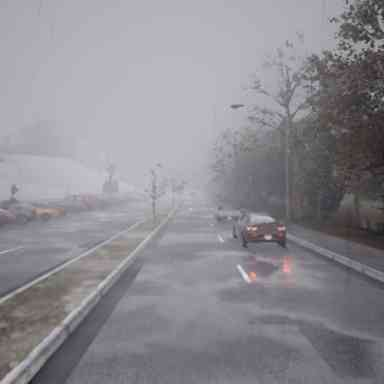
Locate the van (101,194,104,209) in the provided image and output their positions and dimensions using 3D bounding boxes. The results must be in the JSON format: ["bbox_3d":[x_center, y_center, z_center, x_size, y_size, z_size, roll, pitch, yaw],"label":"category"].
[{"bbox_3d":[-13.890,1.369,42.427,4.442,1.987,1.878,-1,0,-20],"label":"van"}]

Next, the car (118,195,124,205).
[{"bbox_3d":[-13.999,1.392,54.324,4.553,1.767,2.185,-1,1,-20],"label":"car"}]

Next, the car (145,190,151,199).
[{"bbox_3d":[-14.083,1.054,84.334,5.566,2.045,2.435,-1,0,-20],"label":"car"}]

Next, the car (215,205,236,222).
[{"bbox_3d":[2.973,1.756,28.331,1.895,1.301,4.718,0,0,0],"label":"car"}]

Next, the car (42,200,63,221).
[{"bbox_3d":[-13.784,1.645,27.530,5.366,1.575,1.946,-1,0,-20],"label":"car"}]

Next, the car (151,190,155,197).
[{"bbox_3d":[-14.158,0.935,93.314,5.566,2.045,2.435,-1,1,-20],"label":"car"}]

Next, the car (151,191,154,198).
[{"bbox_3d":[-13.950,1.224,90.391,5.366,1.575,1.946,-1,0,-20],"label":"car"}]

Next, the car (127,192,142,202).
[{"bbox_3d":[-14.049,1.429,72.321,4.792,1.488,2.163,-1,0,-20],"label":"car"}]

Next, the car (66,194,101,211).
[{"bbox_3d":[-14.017,1.364,39.384,5.566,2.045,2.435,-1,1,-20],"label":"car"}]

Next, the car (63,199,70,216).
[{"bbox_3d":[-13.937,1.678,30.457,4.792,1.488,2.163,-1,0,-20],"label":"car"}]

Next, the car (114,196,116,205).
[{"bbox_3d":[-14.005,1.558,48.350,4.892,1.521,2.231,-1,1,-20],"label":"car"}]

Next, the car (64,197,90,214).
[{"bbox_3d":[-13.976,1.669,36.414,4.674,1.452,2.002,-1,1,-20],"label":"car"}]

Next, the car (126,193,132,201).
[{"bbox_3d":[-14.017,1.508,60.316,4.792,1.488,2.163,-1,0,-20],"label":"car"}]

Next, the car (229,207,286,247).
[{"bbox_3d":[3.027,1.644,15.486,1.812,1.442,4.674,0,0,0],"label":"car"}]

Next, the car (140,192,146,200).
[{"bbox_3d":[-14.262,1.358,78.244,5.366,1.575,1.946,-1,1,-20],"label":"car"}]

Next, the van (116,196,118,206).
[{"bbox_3d":[-14.130,1.314,51.288,4.442,1.987,1.878,-1,1,-20],"label":"van"}]

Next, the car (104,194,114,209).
[{"bbox_3d":[-13.982,1.325,45.380,5.566,2.045,2.435,-1,0,-20],"label":"car"}]

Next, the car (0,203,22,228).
[{"bbox_3d":[-13.935,1.680,21.488,4.674,1.452,2.002,-1,0,-20],"label":"car"}]

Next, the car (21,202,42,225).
[{"bbox_3d":[-13.975,1.680,24.460,4.792,1.488,2.163,-1,0,-20],"label":"car"}]

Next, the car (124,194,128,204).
[{"bbox_3d":[-14.030,1.539,57.297,4.674,1.452,2.002,-1,1,-20],"label":"car"}]
